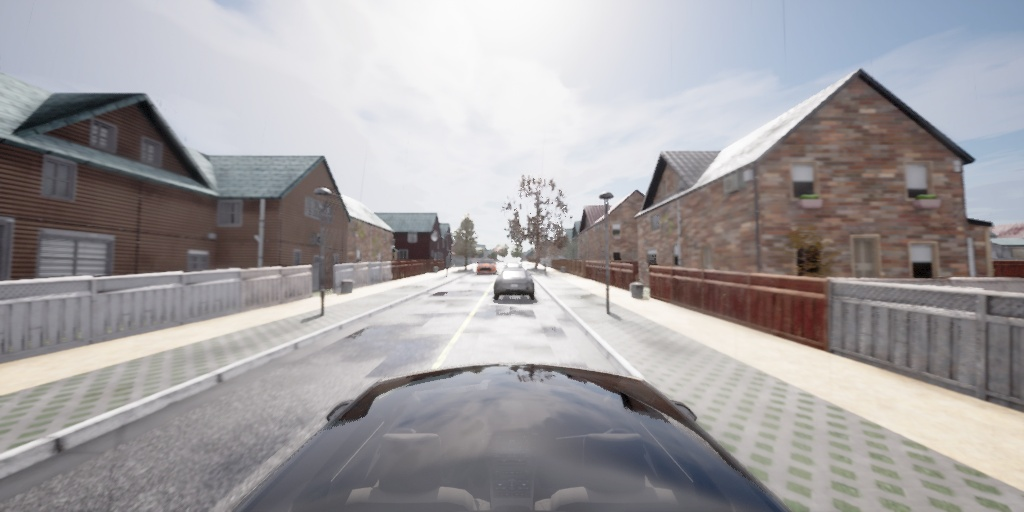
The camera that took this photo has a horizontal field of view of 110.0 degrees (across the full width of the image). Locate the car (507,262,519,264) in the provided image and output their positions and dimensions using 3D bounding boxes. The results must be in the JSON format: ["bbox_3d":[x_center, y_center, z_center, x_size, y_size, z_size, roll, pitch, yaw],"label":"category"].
[{"bbox_3d":[0.112,1.308,35.031,1.994,1.385,4.181,0,0,0],"label":"car"}]

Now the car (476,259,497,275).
[{"bbox_3d":[-2.735,1.099,39.473,2.097,1.767,4.553,0,0,0],"label":"car"}]

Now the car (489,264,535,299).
[{"bbox_3d":[0.105,1.305,18.079,1.994,1.385,4.181,0,0,0],"label":"car"}]
